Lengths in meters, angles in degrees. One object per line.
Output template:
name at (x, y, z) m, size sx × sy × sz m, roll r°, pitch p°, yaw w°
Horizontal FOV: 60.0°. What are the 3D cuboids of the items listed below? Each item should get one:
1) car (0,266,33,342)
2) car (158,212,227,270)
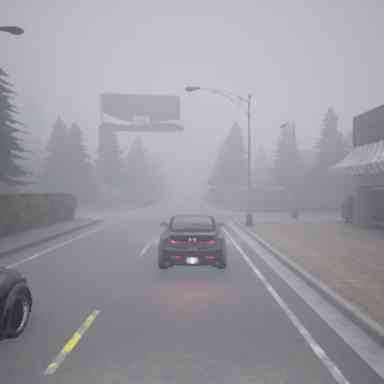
car at (-3.582, 1.525, 3.683) m, size 1.994 × 1.385 × 4.181 m, roll 0°, pitch 1°, yaw 1°
car at (0.014, 1.398, 10.524) m, size 1.837 × 1.490 × 4.892 m, roll 0°, pitch 0°, yaw 0°
